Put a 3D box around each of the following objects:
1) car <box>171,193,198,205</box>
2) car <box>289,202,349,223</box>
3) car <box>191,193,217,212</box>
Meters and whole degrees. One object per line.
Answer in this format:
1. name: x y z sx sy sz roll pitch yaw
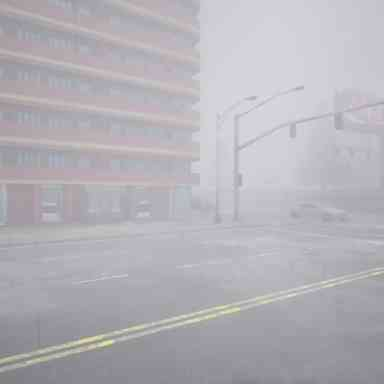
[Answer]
1. car: -1.456 1.221 61.344 2.150 2.045 5.566 0 0 -34
2. car: 9.639 1.525 25.703 1.812 1.442 4.674 0 0 -34
3. car: 0.917 1.351 38.663 2.097 1.767 4.553 0 0 -34
